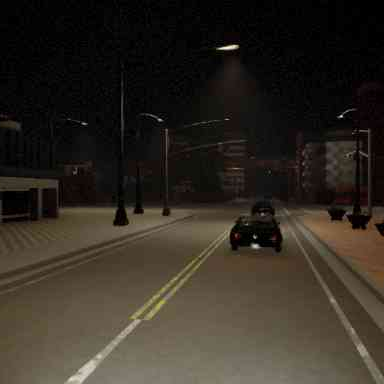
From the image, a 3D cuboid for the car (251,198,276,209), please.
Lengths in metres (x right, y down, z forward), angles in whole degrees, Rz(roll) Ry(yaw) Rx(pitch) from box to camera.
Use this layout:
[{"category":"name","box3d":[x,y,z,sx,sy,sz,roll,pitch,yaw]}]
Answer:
[{"category":"car","box3d":[6.090,1.515,28.506,1.837,1.490,4.892,0,0,13]}]

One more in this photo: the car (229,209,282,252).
[{"category":"car","box3d":[2.731,1.614,13.918,1.895,1.301,4.718,0,0,13]}]

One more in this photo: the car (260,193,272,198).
[{"category":"car","box3d":[20.253,1.353,90.019,2.033,1.411,5.357,0,0,13]}]
